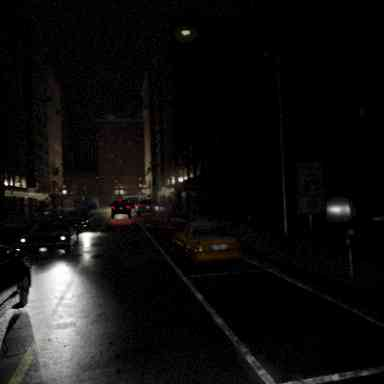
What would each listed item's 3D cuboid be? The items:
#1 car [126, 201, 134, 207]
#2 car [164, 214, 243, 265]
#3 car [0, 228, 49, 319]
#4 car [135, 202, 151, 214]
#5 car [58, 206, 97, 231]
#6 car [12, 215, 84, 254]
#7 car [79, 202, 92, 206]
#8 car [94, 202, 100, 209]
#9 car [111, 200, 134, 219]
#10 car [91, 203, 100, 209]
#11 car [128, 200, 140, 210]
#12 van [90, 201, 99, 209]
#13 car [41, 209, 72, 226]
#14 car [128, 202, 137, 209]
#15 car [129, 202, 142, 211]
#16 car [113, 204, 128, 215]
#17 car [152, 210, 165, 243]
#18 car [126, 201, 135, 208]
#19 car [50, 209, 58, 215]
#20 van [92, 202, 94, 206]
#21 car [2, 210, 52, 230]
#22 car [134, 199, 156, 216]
[{"bbox_3d":[-16.191,3.110,86.754,1.967,1.590,4.097,-1,-1,-12],"label":"car"},{"bbox_3d":[0.319,1.623,11.984,1.752,1.417,4.829,-1,-1,-12],"label":"car"},{"bbox_3d":[-4.144,1.685,5.469,2.128,1.511,4.902,-2,-1,-11],"label":"car"},{"bbox_3d":[-7.185,2.267,48.101,1.882,1.535,5.008,-2,-1,-12],"label":"car"},{"bbox_3d":[-8.434,2.061,24.891,1.837,1.490,4.892,-2,-1,-12],"label":"car"},{"bbox_3d":[-6.282,1.970,15.112,1.895,1.301,4.718,-2,-1,-13],"label":"car"},{"bbox_3d":[-17.382,2.749,52.632,1.752,1.417,4.829,-1,-1,-12],"label":"car"},{"bbox_3d":[-22.144,3.271,74.206,1.947,1.339,4.313,-1,-1,-12],"label":"car"},{"bbox_3d":[-8.133,1.921,38.231,2.150,2.045,5.566,-2,-1,-12],"label":"car"},{"bbox_3d":[-24.507,3.496,84.911,1.887,1.381,4.507,-1,-1,-12],"label":"car"},{"bbox_3d":[-11.469,2.495,65.346,2.192,1.841,5.009,-1,-1,-12],"label":"car"},{"bbox_3d":[-23.332,3.170,79.562,1.690,1.788,3.998,-1,-1,-12],"label":"van"},{"bbox_3d":[-12.692,2.337,31.391,2.008,1.369,4.403,-1,-1,-12],"label":"car"},{"bbox_3d":[-12.682,2.830,70.861,1.752,1.417,4.829,-1,-1,-12],"label":"car"},{"bbox_3d":[-10.282,2.612,59.990,2.008,1.369,4.403,-1,-1,-12],"label":"car"},{"bbox_3d":[-10.417,2.475,48.373,1.994,1.385,4.181,-2,-1,-12],"label":"car"},{"bbox_3d":[-0.825,1.775,17.170,1.802,1.307,4.206,-1,-1,-12],"label":"car"},{"bbox_3d":[-15.010,2.987,81.401,1.967,1.590,4.097,-1,-1,-12],"label":"car"},{"bbox_3d":[-11.512,2.121,26.041,1.967,1.590,4.097,-1,-1,-12],"label":"car"},{"bbox_3d":[-18.606,2.685,58.154,1.690,1.788,3.998,-1,-1,-12],"label":"van"},{"bbox_3d":[-10.327,2.122,20.687,1.887,1.381,4.507,-1,-1,-12],"label":"car"},{"bbox_3d":[-5.724,1.870,41.291,2.150,2.045,5.566,-2,-1,-12],"label":"car"}]
